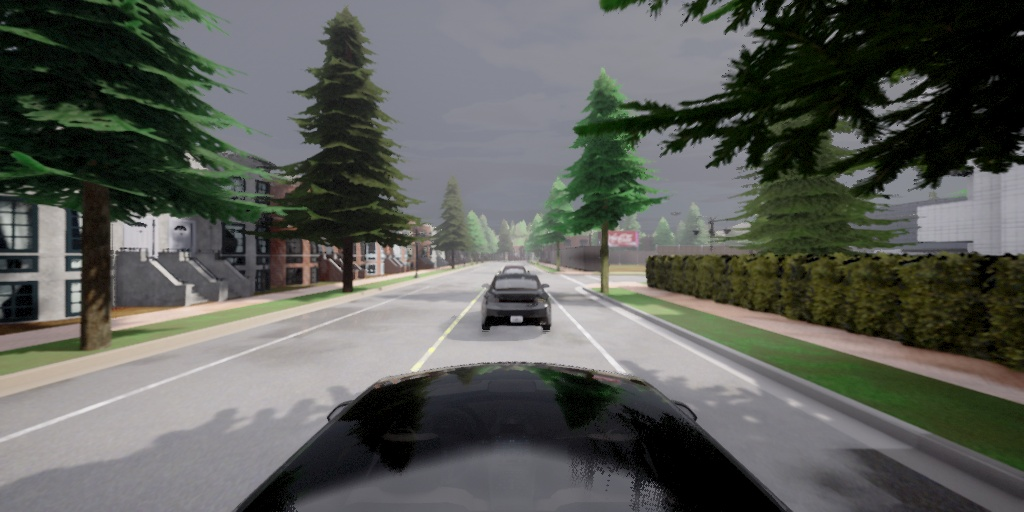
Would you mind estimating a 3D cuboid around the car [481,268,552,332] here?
[{"bbox_3d":[0.117,1.266,10.959,1.837,1.490,4.892,0,0,0],"label":"car"}]

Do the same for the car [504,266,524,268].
[{"bbox_3d":[0.136,1.301,21.684,1.812,1.442,4.674,0,0,0],"label":"car"}]
